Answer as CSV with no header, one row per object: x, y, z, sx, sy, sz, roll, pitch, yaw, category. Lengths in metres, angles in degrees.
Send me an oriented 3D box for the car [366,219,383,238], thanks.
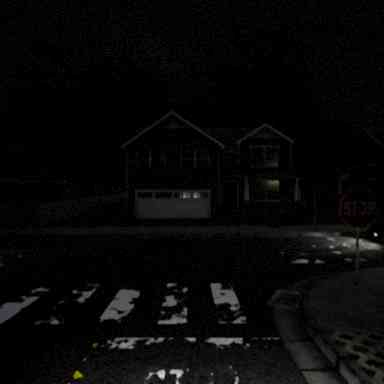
10.501,1.398,14.224,5.357,1.411,2.033,-1,1,0,car
